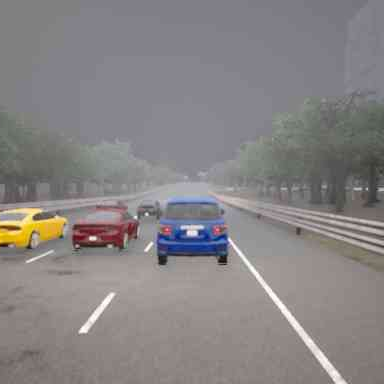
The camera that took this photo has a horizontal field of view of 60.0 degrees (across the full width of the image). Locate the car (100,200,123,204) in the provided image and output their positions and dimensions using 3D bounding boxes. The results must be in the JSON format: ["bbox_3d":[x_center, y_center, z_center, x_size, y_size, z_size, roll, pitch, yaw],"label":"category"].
[{"bbox_3d":[-6.945,1.411,29.178,1.882,1.535,5.008,0,1,0],"label":"car"}]

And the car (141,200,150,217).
[{"bbox_3d":[-3.453,1.445,27.983,1.837,1.490,4.892,0,1,0],"label":"car"}]

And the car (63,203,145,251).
[{"bbox_3d":[-3.445,1.458,14.091,1.882,1.535,5.008,0,0,0],"label":"car"}]

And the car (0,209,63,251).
[{"bbox_3d":[-6.944,1.458,14.153,1.882,1.535,5.008,0,0,0],"label":"car"}]

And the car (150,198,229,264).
[{"bbox_3d":[0.038,1.209,11.854,2.150,2.045,5.566,0,0,1],"label":"car"}]

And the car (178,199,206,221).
[{"bbox_3d":[0.047,1.431,27.949,2.128,1.511,4.902,0,0,0],"label":"car"}]
